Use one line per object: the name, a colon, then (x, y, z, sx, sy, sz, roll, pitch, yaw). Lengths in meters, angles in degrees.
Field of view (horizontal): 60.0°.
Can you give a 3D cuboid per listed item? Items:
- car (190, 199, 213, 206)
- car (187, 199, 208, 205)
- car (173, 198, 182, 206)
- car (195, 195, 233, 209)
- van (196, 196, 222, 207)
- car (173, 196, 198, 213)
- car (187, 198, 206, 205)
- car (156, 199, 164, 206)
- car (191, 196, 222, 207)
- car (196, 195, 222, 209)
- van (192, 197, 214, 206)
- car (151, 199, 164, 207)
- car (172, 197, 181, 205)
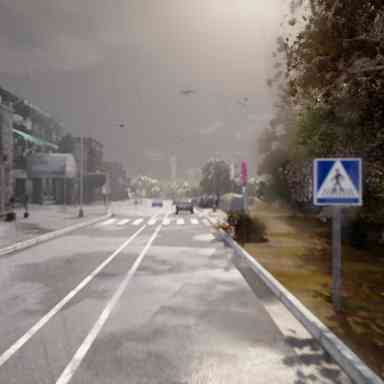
car: (2.092, 2.428, 76.504, 4.792, 1.488, 2.163, 1, -2, -24)
car: (1.508, 2.576, 85.377, 4.892, 1.521, 2.231, 1, -1, -24)
car: (-3.508, 2.354, 80.744, 2.097, 1.767, 4.553, 0, -1, -4)
car: (3.512, 1.607, 52.845, 5.566, 2.045, 2.435, 1, -1, -23)
van: (3.089, 1.848, 61.774, 4.442, 1.987, 1.878, 1, -2, -23)
car: (-0.815, 1.483, 36.129, 2.128, 1.511, 4.902, 0, -1, -2)
car: (1.267, 2.503, 88.333, 4.553, 1.767, 2.185, 1, -1, -24)
car: (-7.531, 2.477, 78.560, 1.812, 1.442, 4.674, 0, -1, -4)
car: (2.831, 1.890, 64.689, 5.566, 2.045, 2.435, 1, -2, -24)
car: (3.741, 1.537, 49.927, 5.566, 2.045, 2.435, 1, -2, -23)
van: (2.355, 2.113, 73.591, 4.442, 1.987, 1.878, 1, -2, -24)
car: (-6.559, 2.092, 62.590, 1.882, 1.535, 5.008, 0, -1, -3)
car: (-4.208, 2.337, 90.858, 2.150, 2.045, 5.566, 0, -1, -4)
